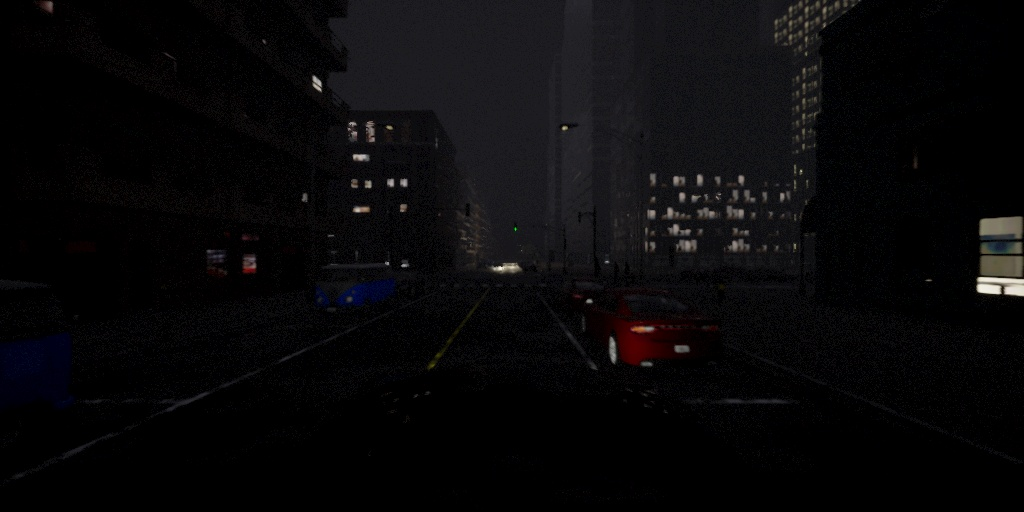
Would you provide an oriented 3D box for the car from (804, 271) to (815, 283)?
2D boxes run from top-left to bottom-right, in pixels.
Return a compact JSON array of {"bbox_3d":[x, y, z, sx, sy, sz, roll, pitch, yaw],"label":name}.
[{"bbox_3d":[27.667,1.765,31.066,4.207,1.307,1.802,0,0,1],"label":"car"}]

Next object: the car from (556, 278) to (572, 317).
[{"bbox_3d":[2.686,1.426,13.452,1.802,1.307,4.207,0,0,0],"label":"car"}]

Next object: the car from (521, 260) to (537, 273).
[{"bbox_3d":[2.642,1.675,51.516,1.888,1.381,4.507,0,0,0],"label":"car"}]

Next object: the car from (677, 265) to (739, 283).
[{"bbox_3d":[16.706,1.683,31.213,4.403,1.370,2.007,0,0,1],"label":"car"}]

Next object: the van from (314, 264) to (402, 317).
[{"bbox_3d":[-5.695,1.184,13.415,1.690,1.789,3.998,0,0,0],"label":"van"}]

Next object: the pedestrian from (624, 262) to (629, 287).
[{"bbox_3d":[8.099,1.308,25.274,0.375,1.860,0.375,-1,0,0],"label":"pedestrian"}]

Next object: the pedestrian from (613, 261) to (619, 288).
[{"bbox_3d":[7.128,1.252,24.673,0.375,1.860,0.375,-1,0,0],"label":"pedestrian"}]

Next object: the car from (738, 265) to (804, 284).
[{"bbox_3d":[22.187,1.723,31.139,4.313,1.339,1.948,0,0,1],"label":"car"}]

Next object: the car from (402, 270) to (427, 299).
[{"bbox_3d":[-5.697,1.438,18.994,2.007,1.370,4.403,0,0,0],"label":"car"}]

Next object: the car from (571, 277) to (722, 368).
[{"bbox_3d":[2.688,1.344,7.872,1.888,1.381,4.507,0,0,0],"label":"car"}]

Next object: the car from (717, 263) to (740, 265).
[{"bbox_3d":[23.362,1.538,39.763,4.097,1.591,1.967,0,0,1],"label":"car"}]

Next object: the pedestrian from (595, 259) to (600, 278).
[{"bbox_3d":[6.128,1.091,25.871,0.375,1.860,0.375,-1,0,0],"label":"pedestrian"}]

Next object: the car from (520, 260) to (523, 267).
[{"bbox_3d":[2.640,1.609,57.162,1.967,1.591,4.097,0,0,0],"label":"car"}]

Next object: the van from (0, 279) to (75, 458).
[{"bbox_3d":[-5.691,1.095,2.252,1.690,1.789,3.998,0,0,0],"label":"van"}]
